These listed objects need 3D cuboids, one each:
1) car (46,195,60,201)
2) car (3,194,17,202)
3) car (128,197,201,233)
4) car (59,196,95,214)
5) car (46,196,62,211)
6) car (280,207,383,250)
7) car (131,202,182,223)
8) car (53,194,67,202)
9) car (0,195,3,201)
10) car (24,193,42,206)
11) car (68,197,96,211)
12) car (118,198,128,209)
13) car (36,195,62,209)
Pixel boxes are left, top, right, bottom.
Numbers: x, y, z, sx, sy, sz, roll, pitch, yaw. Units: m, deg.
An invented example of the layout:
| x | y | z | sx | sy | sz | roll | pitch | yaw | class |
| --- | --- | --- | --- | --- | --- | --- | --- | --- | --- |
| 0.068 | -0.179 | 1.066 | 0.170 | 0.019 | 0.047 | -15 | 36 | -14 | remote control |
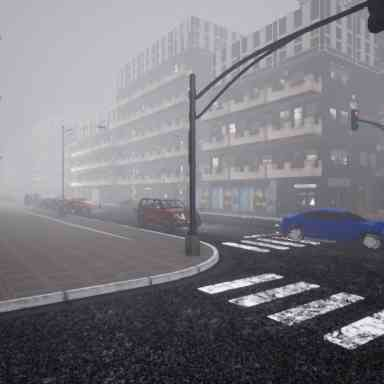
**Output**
| x | y | z | sx | sy | sz | roll | pitch | yaw | class |
| --- | --- | --- | --- | --- | --- | --- | --- | --- | --- |
| -31.318 | 1.379 | 75.058 | 2.008 | 1.369 | 4.403 | 0 | 0 | -36 | car |
| -38.107 | 1.412 | 70.144 | 1.802 | 1.307 | 4.206 | 0 | 0 | -36 | car |
| -1.556 | 1.264 | 19.679 | 2.192 | 1.841 | 5.009 | 0 | 0 | -36 | car |
| -11.524 | 1.444 | 33.442 | 1.887 | 1.381 | 4.507 | 0 | 0 | -36 | car |
| -14.848 | 1.451 | 38.030 | 1.947 | 1.339 | 4.313 | 0 | 0 | -36 | car |
| 6.380 | 1.469 | 14.673 | 5.008 | 1.535 | 1.882 | 0 | 1 | 42 | car |
| -2.872 | 1.531 | 25.907 | 1.895 | 1.301 | 4.718 | 0 | 0 | -36 | car |
| -27.996 | 1.269 | 70.472 | 1.967 | 1.590 | 4.097 | 0 | 0 | -36 | car |
| -41.430 | 1.269 | 74.730 | 1.967 | 1.590 | 4.097 | 0 | 0 | -36 | car |
| -24.815 | 1.162 | 51.793 | 2.192 | 1.841 | 5.009 | 0 | 0 | -36 | car |
| -13.479 | 1.359 | 40.590 | 1.882 | 1.535 | 5.008 | 0 | 0 | -36 | car |
| -8.061 | 1.465 | 42.947 | 1.802 | 1.307 | 4.206 | 0 | 0 | -36 | car |
| -18.171 | 1.436 | 42.619 | 1.947 | 1.339 | 4.313 | 0 | 0 | -36 | car |
